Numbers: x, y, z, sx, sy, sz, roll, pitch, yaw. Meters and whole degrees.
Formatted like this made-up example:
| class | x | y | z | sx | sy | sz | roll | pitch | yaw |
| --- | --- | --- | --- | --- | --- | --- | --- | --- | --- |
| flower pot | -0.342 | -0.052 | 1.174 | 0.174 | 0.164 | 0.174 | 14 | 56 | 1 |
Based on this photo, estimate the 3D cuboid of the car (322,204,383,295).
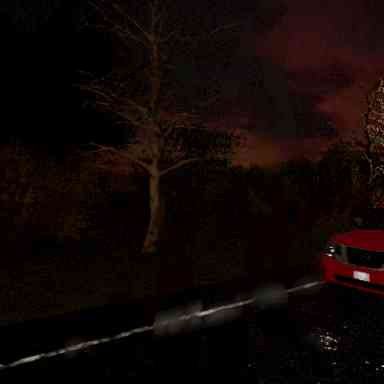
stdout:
| class | x | y | z | sx | sy | sz | roll | pitch | yaw |
| --- | --- | --- | --- | --- | --- | --- | --- | --- | --- |
| car | 5.449 | 1.233 | 7.882 | 5.566 | 2.045 | 2.150 | 0 | 0 | -36 |
